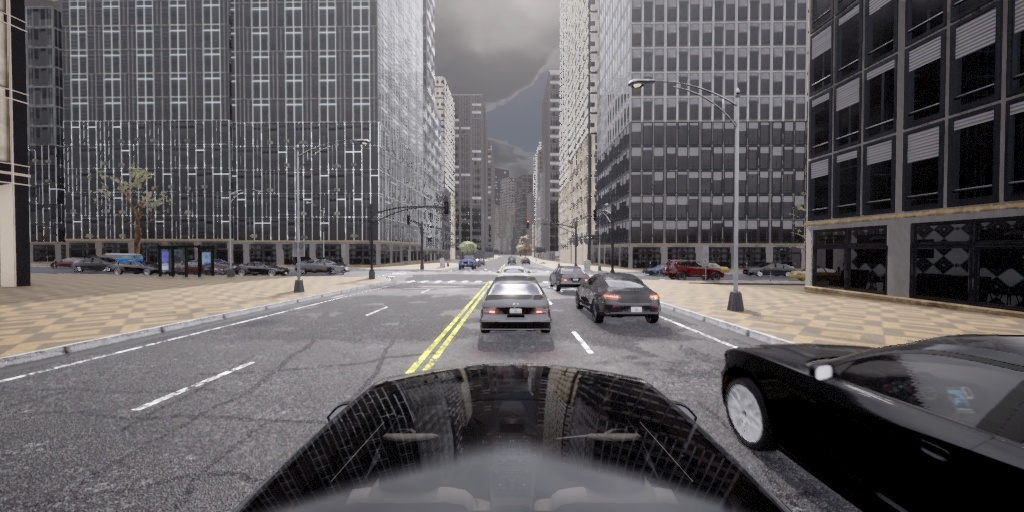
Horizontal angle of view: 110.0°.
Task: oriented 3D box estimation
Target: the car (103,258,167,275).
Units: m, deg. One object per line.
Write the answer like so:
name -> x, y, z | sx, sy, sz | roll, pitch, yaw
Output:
car -> -34.117, 1.068, 32.973 | 4.313, 1.339, 1.948 | 0, 0, 1

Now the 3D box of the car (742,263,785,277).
car -> 27.016, 1.458, 37.772 | 4.892, 1.490, 1.837 | 0, 1, 1

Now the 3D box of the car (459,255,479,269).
car -> -6.633, 0.933, 53.897 | 2.150, 2.045, 5.566 | 0, 0, 0

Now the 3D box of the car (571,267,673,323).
car -> 3.345, 1.271, 11.936 | 1.812, 1.442, 4.674 | 0, 0, 0

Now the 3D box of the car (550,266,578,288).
car -> 3.339, 1.286, 21.347 | 2.033, 1.411, 5.357 | 0, 0, 0

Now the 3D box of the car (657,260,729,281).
car -> 16.173, 1.267, 32.174 | 5.009, 1.841, 2.192 | 0, 0, 1

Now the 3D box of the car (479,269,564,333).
car -> 0.096, 1.293, 10.666 | 2.033, 1.411, 5.357 | 0, 0, 0

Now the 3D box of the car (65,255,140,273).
car -> -40.758, 0.904, 35.746 | 4.892, 1.490, 1.837 | 0, 1, 1

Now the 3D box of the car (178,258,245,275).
car -> -29.658, 0.991, 35.516 | 4.902, 1.511, 2.128 | 1, 1, 1

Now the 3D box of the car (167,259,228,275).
car -> -28.436, 1.136, 32.804 | 4.207, 1.307, 1.802 | 0, 0, 1

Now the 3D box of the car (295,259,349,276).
car -> -18.664, 1.092, 35.301 | 4.902, 1.511, 2.128 | 0, 1, 1

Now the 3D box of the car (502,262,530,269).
car -> 0.088, 1.265, 20.257 | 1.812, 1.442, 4.674 | 0, 0, 0

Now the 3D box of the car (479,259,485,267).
car -> -6.606, 1.191, 63.815 | 2.128, 1.511, 4.902 | 0, 0, 0

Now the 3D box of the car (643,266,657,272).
car -> 16.700, 1.410, 37.944 | 5.357, 1.411, 2.033 | 0, 1, 1

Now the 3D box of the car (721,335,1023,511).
car -> 3.345, 1.227, 2.130 | 1.882, 1.535, 5.008 | 0, 0, 0

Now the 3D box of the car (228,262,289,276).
car -> -22.752, 1.172, 32.675 | 4.313, 1.339, 1.948 | 0, 0, 1

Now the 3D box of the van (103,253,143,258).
van -> -45.314, 0.603, 41.626 | 3.998, 1.789, 1.690 | 0, 0, 1

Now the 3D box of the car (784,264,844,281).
car -> 27.622, 1.577, 31.985 | 4.829, 1.417, 1.751 | 0, 0, 1
